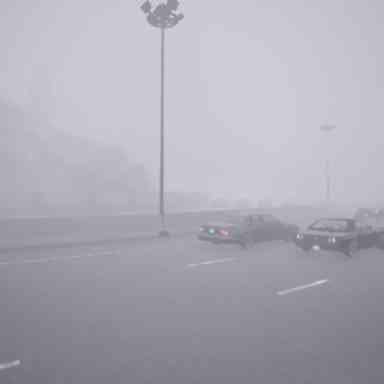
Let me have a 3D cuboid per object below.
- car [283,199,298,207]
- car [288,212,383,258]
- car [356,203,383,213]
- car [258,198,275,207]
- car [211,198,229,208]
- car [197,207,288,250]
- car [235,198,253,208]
[{"bbox_3d":[14.663,1.725,49.351,1.882,1.535,5.008,0,0,22],"label":"car"},{"bbox_3d":[6.027,1.677,13.153,4.718,1.301,1.895,0,0,-42],"label":"car"},{"bbox_3d":[15.408,1.704,28.748,1.812,1.442,4.674,0,0,36],"label":"car"},{"bbox_3d":[11.343,1.726,50.504,2.128,1.511,4.902,0,0,22],"label":"car"},{"bbox_3d":[4.462,1.710,52.107,1.837,1.490,4.892,1,0,23],"label":"car"},{"bbox_3d":[2.685,1.613,14.852,5.357,1.411,2.033,0,0,-41],"label":"car"},{"bbox_3d":[8.180,1.701,51.939,1.882,1.535,5.008,0,0,21],"label":"car"}]
